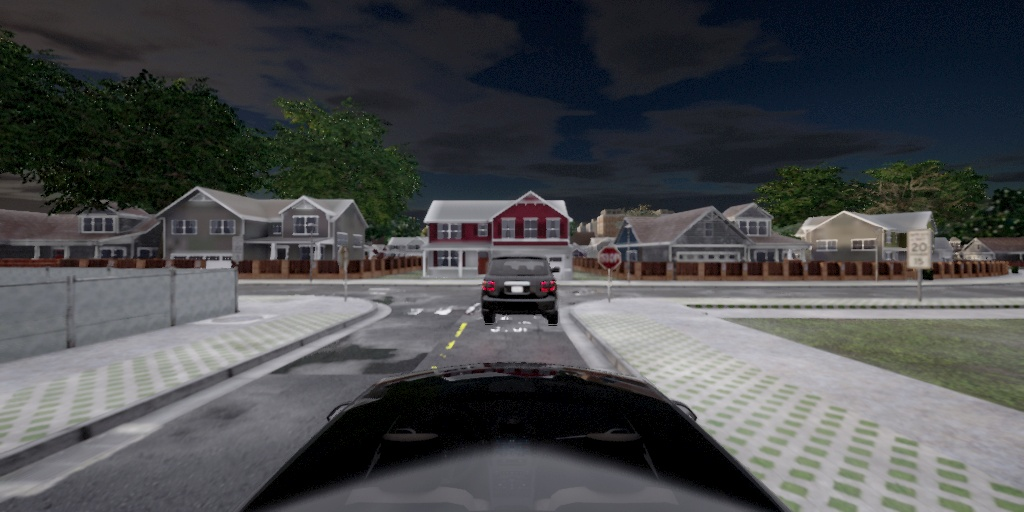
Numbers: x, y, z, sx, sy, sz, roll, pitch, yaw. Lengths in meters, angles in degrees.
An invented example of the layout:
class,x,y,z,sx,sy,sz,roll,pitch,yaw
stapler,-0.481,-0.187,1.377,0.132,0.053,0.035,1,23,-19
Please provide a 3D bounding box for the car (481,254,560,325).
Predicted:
class,x,y,z,sx,sy,sz,roll,pitch,yaw
car,0.410,0.947,11.923,2.150,2.045,5.566,0,0,6
